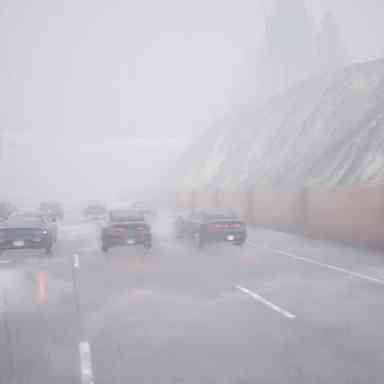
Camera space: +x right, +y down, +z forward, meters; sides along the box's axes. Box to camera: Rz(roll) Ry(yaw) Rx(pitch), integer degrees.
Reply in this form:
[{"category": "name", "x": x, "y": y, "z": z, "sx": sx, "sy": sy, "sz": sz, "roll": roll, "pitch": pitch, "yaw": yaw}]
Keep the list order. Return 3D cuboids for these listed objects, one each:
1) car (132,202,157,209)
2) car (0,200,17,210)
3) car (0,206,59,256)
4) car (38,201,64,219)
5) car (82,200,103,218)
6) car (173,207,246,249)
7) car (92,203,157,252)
[{"category": "car", "x": -4.355, "y": 1.480, "z": 27.740, "sx": 1.895, "sy": 1.301, "sz": 4.718, "roll": 0, "pitch": 0, "yaw": -20}, {"category": "car", "x": -14.721, "y": 1.409, "z": 25.527, "sx": 1.837, "sy": 1.490, "sz": 4.892, "roll": 0, "pitch": 1, "yaw": -20}, {"category": "car", "x": -6.325, "y": 1.475, "z": 12.875, "sx": 1.812, "sy": 1.442, "sz": 4.674, "roll": 0, "pitch": 0, "yaw": -20}, {"category": "car", "x": -11.592, "y": 1.455, "z": 27.169, "sx": 1.994, "sy": 1.385, "sz": 4.181, "roll": 0, "pitch": 0, "yaw": -20}, {"category": "car", "x": -8.475, "y": 1.406, "z": 28.837, "sx": 1.812, "sy": 1.442, "sz": 4.674, "roll": 0, "pitch": 0, "yaw": -20}, {"category": "car", "x": 0.578, "y": 1.435, "z": 14.367, "sx": 1.837, "sy": 1.490, "sz": 4.892, "roll": 0, "pitch": -1, "yaw": -20}, {"category": "car", "x": -2.971, "y": 1.447, "z": 13.887, "sx": 1.837, "sy": 1.490, "sz": 4.892, "roll": 0, "pitch": 1, "yaw": -20}]
